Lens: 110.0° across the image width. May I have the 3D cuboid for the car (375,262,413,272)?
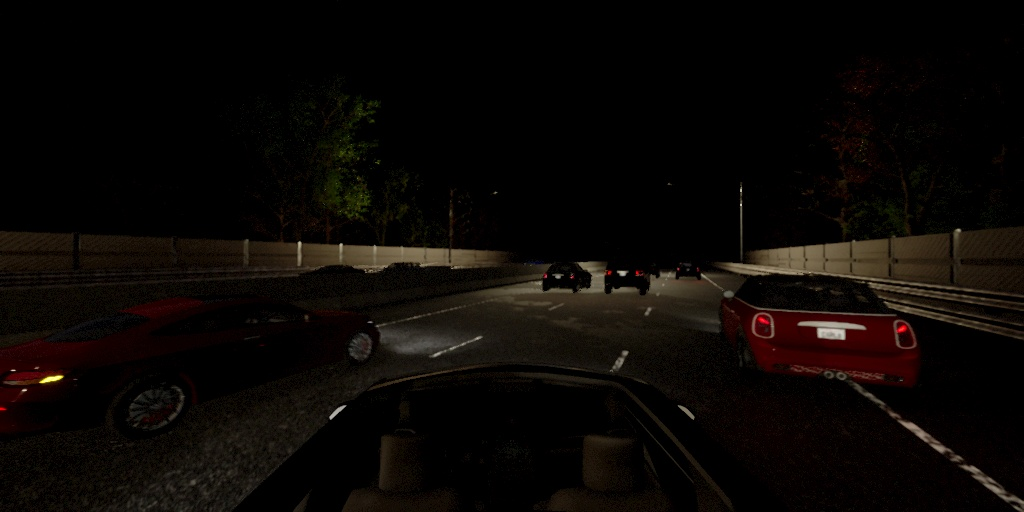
[{"bbox_3d":[-9.060,1.291,28.861,2.097,1.767,4.553,0,0,25],"label":"car"}]

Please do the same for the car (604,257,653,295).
[{"bbox_3d":[6.900,1.084,21.228,2.150,2.045,5.566,0,-1,24],"label":"car"}]

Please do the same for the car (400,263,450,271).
[{"bbox_3d":[-5.987,1.449,27.177,1.812,1.442,4.674,0,0,25],"label":"car"}]

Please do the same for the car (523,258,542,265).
[{"bbox_3d":[3.981,1.392,65.146,2.150,2.045,5.566,0,0,25],"label":"car"}]

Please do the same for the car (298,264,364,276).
[{"bbox_3d":[-13.644,1.414,27.306,1.882,1.535,5.008,0,0,25],"label":"car"}]

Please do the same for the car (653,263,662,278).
[{"bbox_3d":[14.192,1.459,36.915,1.837,1.490,4.892,0,-1,25],"label":"car"}]

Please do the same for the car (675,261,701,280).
[{"bbox_3d":[16.615,1.282,33.886,2.097,1.767,4.553,0,0,25],"label":"car"}]

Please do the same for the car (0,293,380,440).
[{"bbox_3d":[-4.239,1.306,5.532,1.812,1.442,4.674,0,0,25],"label":"car"}]

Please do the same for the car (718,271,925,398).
[{"bbox_3d":[5.388,1.126,6.978,2.097,1.767,4.553,0,0,25],"label":"car"}]

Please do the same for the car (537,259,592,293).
[{"bbox_3d":[3.512,1.228,22.231,2.097,1.767,4.553,0,0,25],"label":"car"}]
